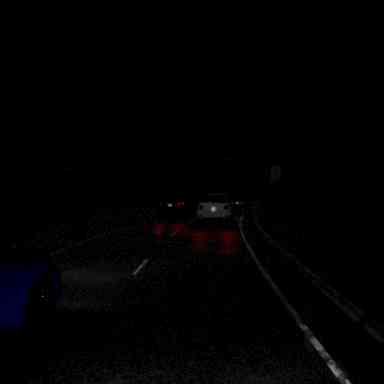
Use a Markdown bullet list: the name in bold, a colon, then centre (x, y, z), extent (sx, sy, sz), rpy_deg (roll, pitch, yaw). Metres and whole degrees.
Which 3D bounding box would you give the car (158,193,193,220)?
- **car**: centre (-1.127, 1.061, 27.040), extent (2.150, 2.045, 5.566), rpy_deg (0, 0, 10)

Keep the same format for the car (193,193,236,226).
- **car**: centre (1.691, 1.090, 22.687), extent (2.150, 2.045, 5.566), rpy_deg (0, 0, 9)

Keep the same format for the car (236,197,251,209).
- **car**: centre (6.113, 1.321, 41.382), extent (2.033, 1.411, 5.357), rpy_deg (0, 0, 18)

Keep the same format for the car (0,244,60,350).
- **car**: centre (-3.318, 1.199, 3.225), extent (2.150, 2.045, 5.566), rpy_deg (0, 0, 1)
